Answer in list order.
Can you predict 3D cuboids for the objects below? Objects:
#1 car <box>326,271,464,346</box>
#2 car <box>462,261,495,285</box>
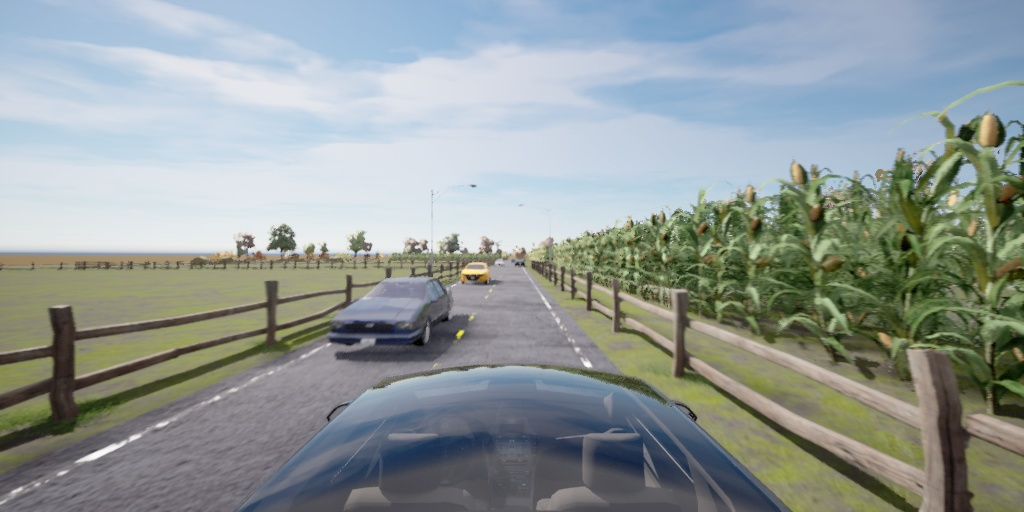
[{"bbox_3d":[-2.795,1.288,9.676,2.033,1.411,5.357,0,0,0],"label":"car"},{"bbox_3d":[-2.610,1.231,26.743,1.882,1.535,5.008,0,0,1],"label":"car"}]
